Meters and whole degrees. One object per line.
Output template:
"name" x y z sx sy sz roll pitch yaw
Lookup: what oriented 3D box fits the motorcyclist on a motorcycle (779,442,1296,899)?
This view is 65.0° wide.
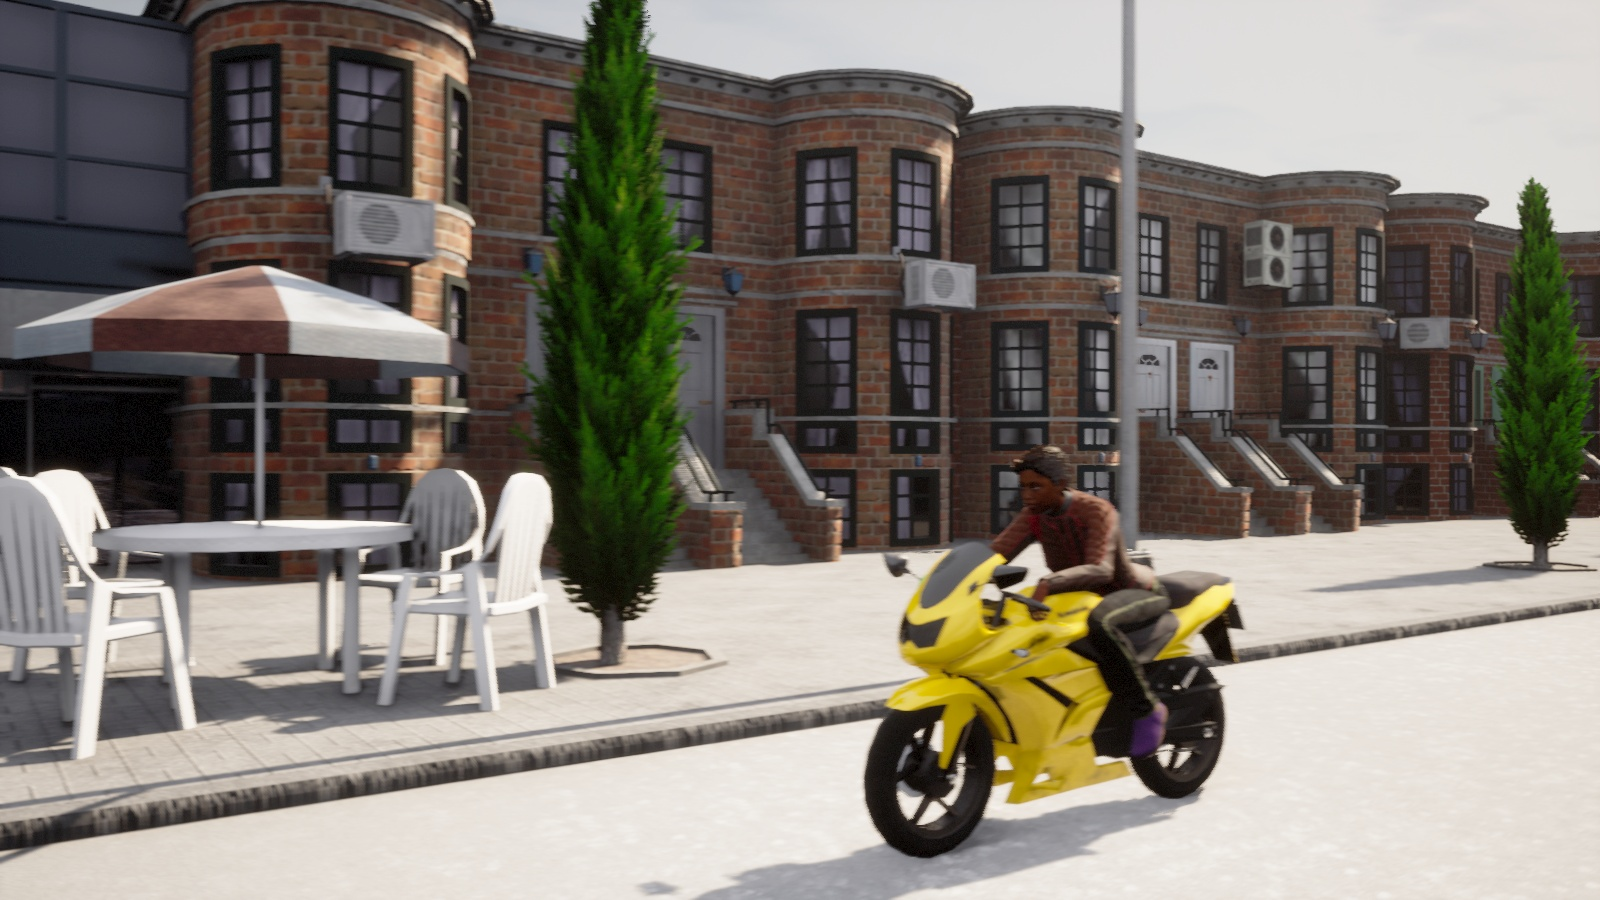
"motorcyclist on a motorcycle" 0.989 0.737 4.956 2.044 1.523 0.797 0 0 -35
